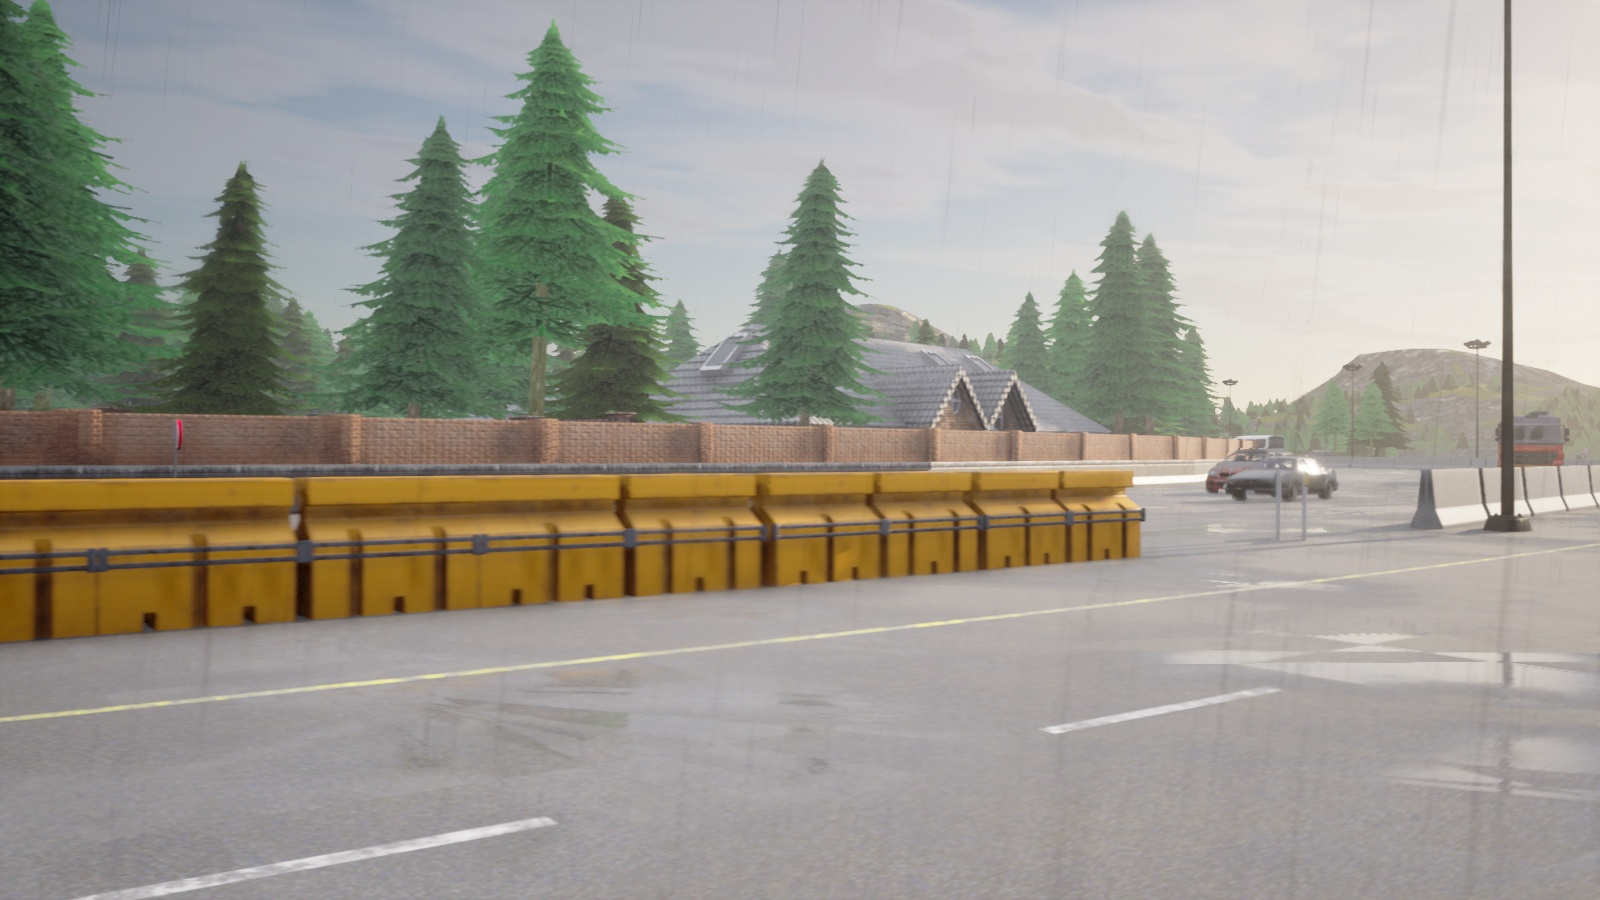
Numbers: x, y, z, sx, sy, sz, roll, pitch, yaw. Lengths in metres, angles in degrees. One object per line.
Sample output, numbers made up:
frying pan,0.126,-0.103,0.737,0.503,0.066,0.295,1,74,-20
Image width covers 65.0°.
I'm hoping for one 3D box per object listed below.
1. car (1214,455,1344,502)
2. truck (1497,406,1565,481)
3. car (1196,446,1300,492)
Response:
car,15.424,0.859,40.268,2.033,1.411,5.357,0,0,43
truck,39.615,-0.335,68.260,2.891,3.827,8.468,0,0,28
car,16.940,0.669,47.338,2.242,1.667,4.611,0,0,40
